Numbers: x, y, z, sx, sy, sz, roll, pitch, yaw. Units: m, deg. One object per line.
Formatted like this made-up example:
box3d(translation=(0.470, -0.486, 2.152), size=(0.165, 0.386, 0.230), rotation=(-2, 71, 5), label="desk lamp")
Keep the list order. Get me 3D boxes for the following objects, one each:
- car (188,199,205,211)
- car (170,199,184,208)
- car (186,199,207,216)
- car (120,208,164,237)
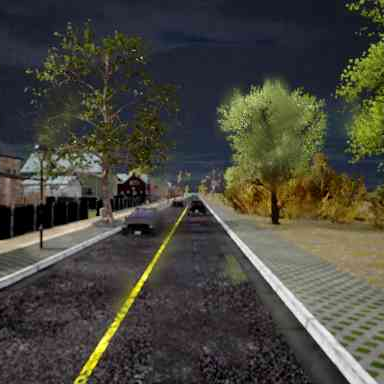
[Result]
box3d(translation=(0.600, 1.681, 45.114), size=(2.128, 1.511, 4.902), rotation=(0, 0, 1), label="car")
box3d(translation=(-2.259, 1.779, 51.200), size=(1.994, 1.385, 4.181), rotation=(0, 0, 1), label="car")
box3d(translation=(0.493, 1.650, 35.027), size=(1.837, 1.490, 4.892), rotation=(0, -1, 1), label="car")
box3d(translation=(-2.636, 1.626, 18.996), size=(2.033, 1.411, 5.357), rotation=(0, 0, 1), label="car")
